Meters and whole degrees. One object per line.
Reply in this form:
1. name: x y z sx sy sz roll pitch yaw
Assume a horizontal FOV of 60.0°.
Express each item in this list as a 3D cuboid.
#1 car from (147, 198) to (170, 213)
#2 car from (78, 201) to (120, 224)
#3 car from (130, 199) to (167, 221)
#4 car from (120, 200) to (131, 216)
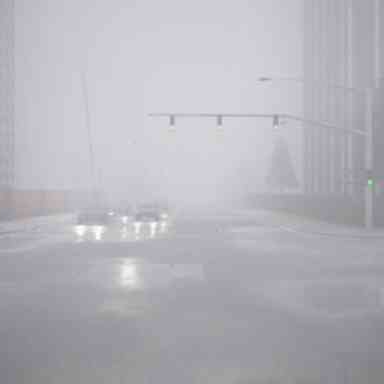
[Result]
1. car: -3.581 1.564 38.158 2.128 1.511 4.902 0 0 0
2. car: -7.100 1.625 25.106 1.994 1.385 4.181 0 0 -1
3. car: -3.594 1.610 28.531 2.033 1.411 5.357 0 0 0
4. car: -7.091 1.596 33.860 1.812 1.442 4.674 0 0 0
